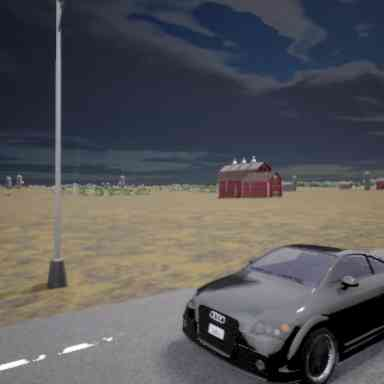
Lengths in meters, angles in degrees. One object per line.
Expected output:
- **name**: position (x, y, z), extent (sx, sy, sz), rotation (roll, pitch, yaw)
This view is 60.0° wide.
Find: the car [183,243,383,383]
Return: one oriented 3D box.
- **car**: position (1.923, 1.583, 5.369), extent (4.181, 1.385, 1.994), rotation (0, 0, -36)
